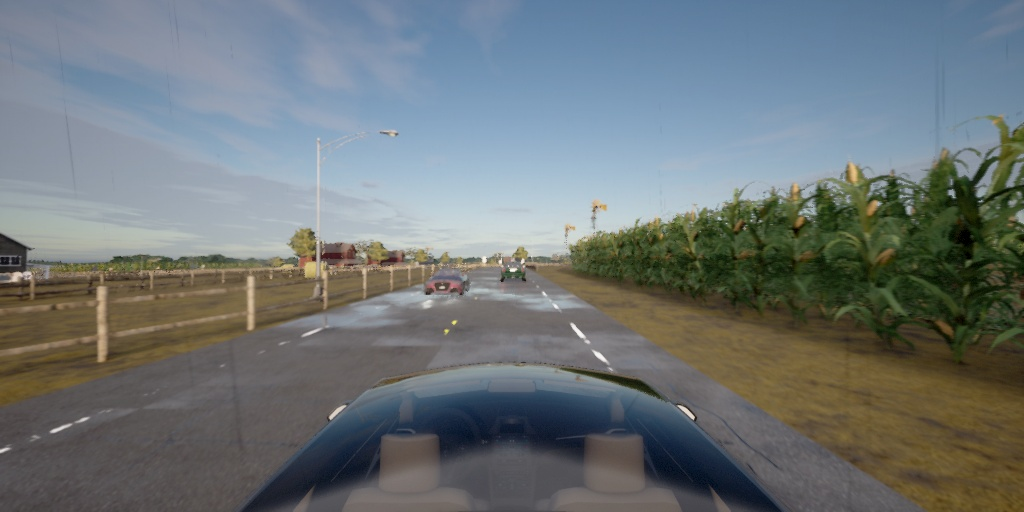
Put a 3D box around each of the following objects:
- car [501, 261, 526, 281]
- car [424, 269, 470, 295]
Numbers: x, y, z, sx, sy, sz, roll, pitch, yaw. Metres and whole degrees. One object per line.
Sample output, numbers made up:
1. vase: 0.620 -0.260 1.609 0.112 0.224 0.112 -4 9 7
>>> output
1. car: 0.106 1.245 31.673 2.097 1.767 4.553 0 -1 0
2. car: -3.496 1.404 19.965 1.994 1.385 4.181 0 0 0
